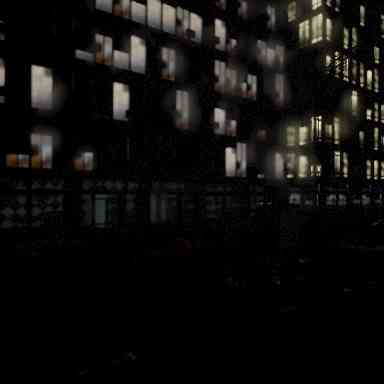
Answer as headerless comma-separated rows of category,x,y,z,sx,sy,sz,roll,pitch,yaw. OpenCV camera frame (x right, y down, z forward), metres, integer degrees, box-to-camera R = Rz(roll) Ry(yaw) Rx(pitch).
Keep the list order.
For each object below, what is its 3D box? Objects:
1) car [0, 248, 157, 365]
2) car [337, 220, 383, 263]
car,-2.566,1.567,4.725,4.313,1.339,1.947,0,0,-35
car,6.702,1.614,11.333,4.206,1.307,1.802,0,0,-35
